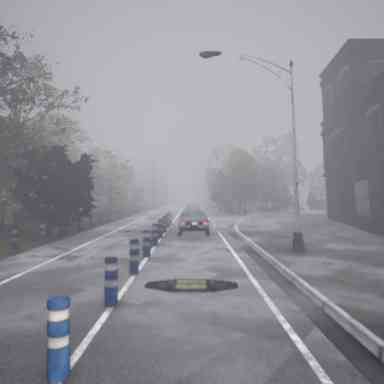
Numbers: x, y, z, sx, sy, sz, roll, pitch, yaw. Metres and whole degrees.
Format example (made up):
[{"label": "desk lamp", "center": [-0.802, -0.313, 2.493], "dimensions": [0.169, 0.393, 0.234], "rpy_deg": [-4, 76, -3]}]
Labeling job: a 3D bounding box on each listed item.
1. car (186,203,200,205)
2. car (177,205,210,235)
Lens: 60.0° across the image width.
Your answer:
[{"label": "car", "center": [0.102, 1.981, 40.922], "dimensions": [1.994, 1.385, 4.181], "rpy_deg": [0, 0, 0]}, {"label": "car", "center": [0.092, 1.747, 20.179], "dimensions": [2.033, 1.411, 5.357], "rpy_deg": [-1, 0, 0]}]
